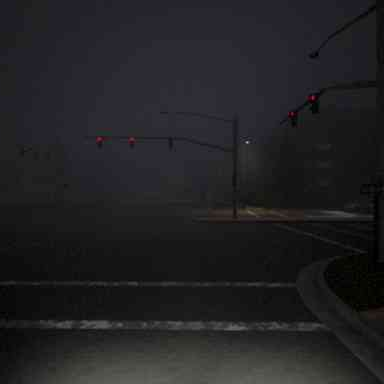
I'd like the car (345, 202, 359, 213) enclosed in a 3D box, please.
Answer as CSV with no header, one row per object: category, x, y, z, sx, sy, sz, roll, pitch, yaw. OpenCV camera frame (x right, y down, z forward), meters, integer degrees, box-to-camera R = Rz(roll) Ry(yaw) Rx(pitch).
car,19.405,1.515,36.828,4.674,1.442,1.812,0,0,0

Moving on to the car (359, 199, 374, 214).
car,20.013,1.468,33.332,5.008,1.535,1.882,0,0,0
